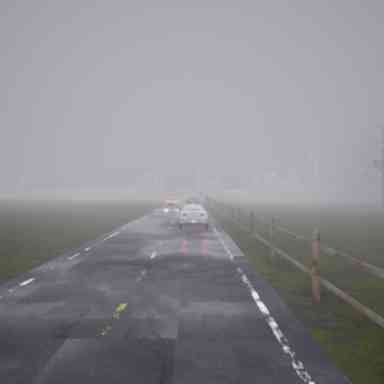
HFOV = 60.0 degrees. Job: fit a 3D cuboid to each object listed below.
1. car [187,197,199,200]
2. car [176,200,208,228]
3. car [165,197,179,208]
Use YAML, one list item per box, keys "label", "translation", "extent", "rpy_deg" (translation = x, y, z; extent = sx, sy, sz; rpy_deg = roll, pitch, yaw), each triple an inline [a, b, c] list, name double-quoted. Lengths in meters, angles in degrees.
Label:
- label: "car"
  translation: [0.098, 1.352, 38.432]
  extent: [2.097, 1.767, 4.553]
  rpy_deg: [0, 0, 0]
- label: "car"
  translation: [0.098, 1.531, 22.173]
  extent: [1.812, 1.442, 4.674]
  rpy_deg: [0, 0, 0]
- label: "car"
  translation: [-2.786, 1.470, 47.529]
  extent: [1.882, 1.535, 5.008]
  rpy_deg: [0, 0, 0]
